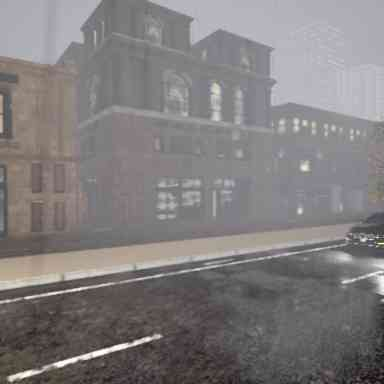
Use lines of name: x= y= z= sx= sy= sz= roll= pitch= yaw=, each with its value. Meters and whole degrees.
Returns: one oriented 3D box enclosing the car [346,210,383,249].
car: x=8.220 y=1.509 z=13.543 sx=4.892 sy=1.490 sz=1.837 roll=0 pitch=0 yaw=-35
